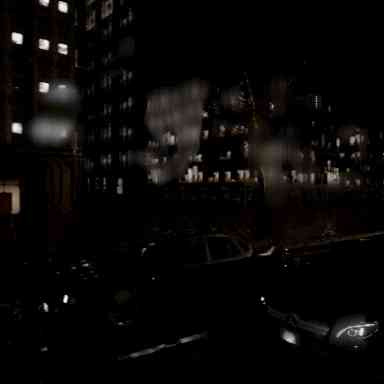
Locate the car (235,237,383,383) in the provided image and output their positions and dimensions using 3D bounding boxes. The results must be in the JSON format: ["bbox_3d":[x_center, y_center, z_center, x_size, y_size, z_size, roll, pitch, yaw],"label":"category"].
[{"bbox_3d":[3.096,1.533,5.464,4.674,1.442,1.812,0,0,-36],"label":"car"}]

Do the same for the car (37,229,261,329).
[{"bbox_3d":[-0.240,1.527,7.054,5.357,1.411,2.033,0,0,-35],"label":"car"}]
